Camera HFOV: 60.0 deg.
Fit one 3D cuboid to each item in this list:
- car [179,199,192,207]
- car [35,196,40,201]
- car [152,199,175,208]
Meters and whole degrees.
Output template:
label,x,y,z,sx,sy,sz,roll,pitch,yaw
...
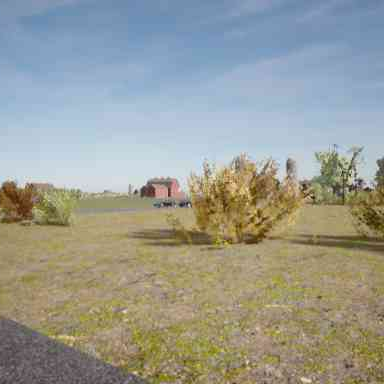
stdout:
label,x,y,z,sx,sy,sz,roll,pitch,yaw
car,-0.358,2.027,60.834,1.837,1.490,4.892,-1,-1,36
car,-19.174,1.507,41.046,2.150,2.045,5.566,-1,-1,36
car,-5.117,2.054,60.403,1.837,1.490,4.892,-1,-2,36
